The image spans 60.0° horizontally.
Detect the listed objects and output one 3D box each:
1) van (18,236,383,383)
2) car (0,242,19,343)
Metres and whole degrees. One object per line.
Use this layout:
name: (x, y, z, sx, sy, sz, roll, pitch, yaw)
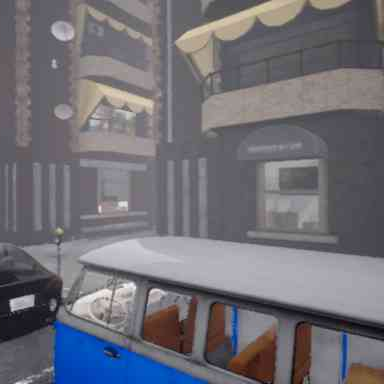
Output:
van: (0.601, 1.337, 2.463, 3.998, 1.788, 1.690, 0, -1, 36)
car: (-3.998, 1.536, 5.739, 4.313, 1.339, 1.947, 0, -1, 36)
